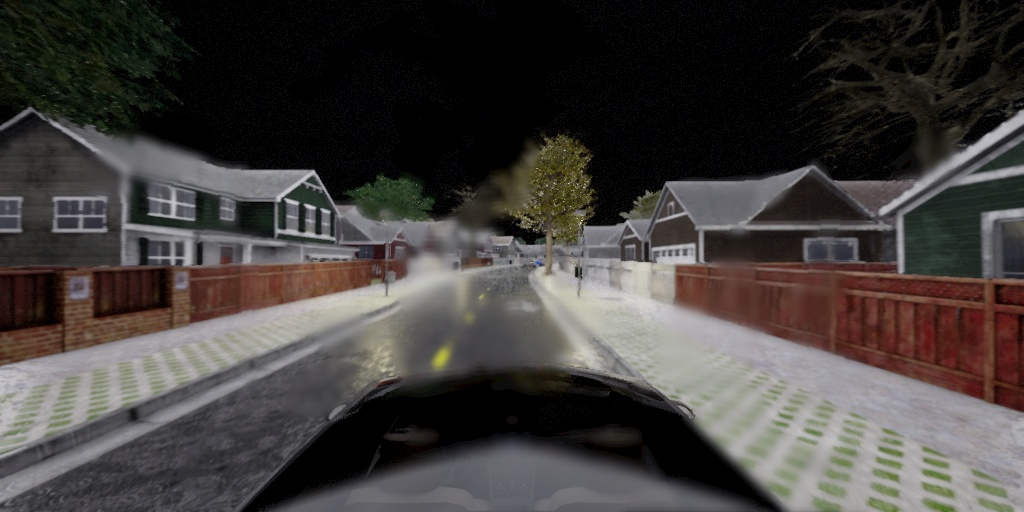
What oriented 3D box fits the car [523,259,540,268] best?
[{"bbox_3d":[3.131,1.293,62.893,2.128,1.511,4.902,0,0,10],"label":"car"}]
